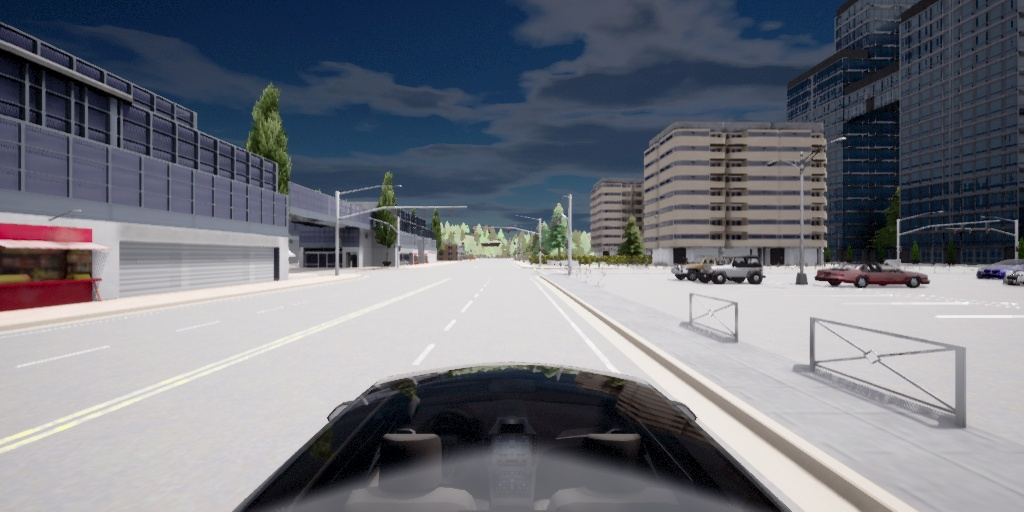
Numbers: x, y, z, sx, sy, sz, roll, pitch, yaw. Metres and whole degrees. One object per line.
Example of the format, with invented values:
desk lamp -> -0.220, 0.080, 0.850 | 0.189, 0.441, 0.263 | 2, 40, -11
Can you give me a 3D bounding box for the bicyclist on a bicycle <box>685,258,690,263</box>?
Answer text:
bicyclist on a bicycle -> 17.941, 1.027, 36.557 | 0.582, 1.620, 1.656 | 0, 0, -2
